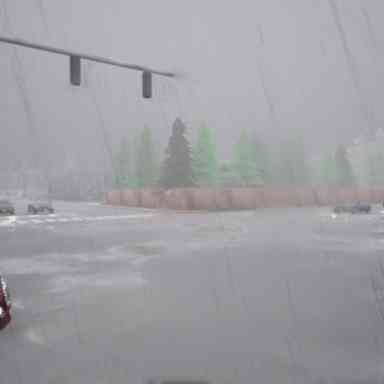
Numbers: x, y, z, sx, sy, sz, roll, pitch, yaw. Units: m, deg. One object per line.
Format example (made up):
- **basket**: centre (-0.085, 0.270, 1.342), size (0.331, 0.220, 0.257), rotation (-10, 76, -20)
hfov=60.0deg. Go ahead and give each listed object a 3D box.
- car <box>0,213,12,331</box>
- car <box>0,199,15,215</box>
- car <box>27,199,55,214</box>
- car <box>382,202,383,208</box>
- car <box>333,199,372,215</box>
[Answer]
- **car**: centre (-5.025, 1.359, 4.469), size (4.553, 1.767, 2.097), rotation (0, 0, -35)
- **car**: centre (-18.736, 1.484, 32.726), size (1.837, 1.490, 4.892), rotation (0, 0, -36)
- **car**: centre (-15.741, 1.486, 34.557), size (1.812, 1.442, 4.674), rotation (0, 0, -36)
- **car**: centre (23.806, 1.377, 38.124), size (4.718, 1.301, 1.895), rotation (0, 0, -35)
- **car**: centre (15.575, 1.394, 32.265), size (4.181, 1.385, 1.994), rotation (0, 0, -35)
